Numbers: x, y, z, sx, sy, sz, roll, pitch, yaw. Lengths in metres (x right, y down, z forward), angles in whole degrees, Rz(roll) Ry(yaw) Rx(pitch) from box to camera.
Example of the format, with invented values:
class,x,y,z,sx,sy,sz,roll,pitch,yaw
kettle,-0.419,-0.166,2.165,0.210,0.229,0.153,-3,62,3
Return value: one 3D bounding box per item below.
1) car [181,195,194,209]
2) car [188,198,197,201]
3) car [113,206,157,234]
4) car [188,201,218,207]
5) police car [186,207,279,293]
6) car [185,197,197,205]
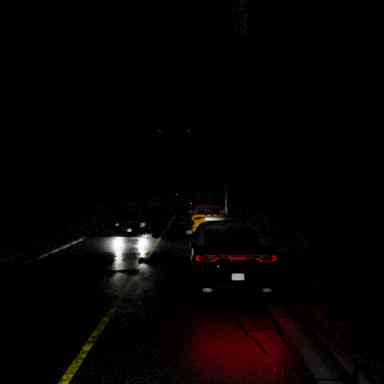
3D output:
class,x,y,z,sx,sy,sz,roll,pitch,yaw
car,-0.122,1.544,45.759,2.033,1.411,5.357,0,0,0
car,0.831,1.474,24.857,1.882,1.535,5.008,0,0,0
car,-3.153,1.544,19.417,2.033,1.411,5.357,0,0,0
car,0.848,1.475,18.857,1.882,1.535,5.008,0,0,0
police car,0.876,1.424,8.965,1.930,1.638,5.238,0,0,0
car,-0.168,1.551,60.380,1.994,1.385,4.181,0,0,0
